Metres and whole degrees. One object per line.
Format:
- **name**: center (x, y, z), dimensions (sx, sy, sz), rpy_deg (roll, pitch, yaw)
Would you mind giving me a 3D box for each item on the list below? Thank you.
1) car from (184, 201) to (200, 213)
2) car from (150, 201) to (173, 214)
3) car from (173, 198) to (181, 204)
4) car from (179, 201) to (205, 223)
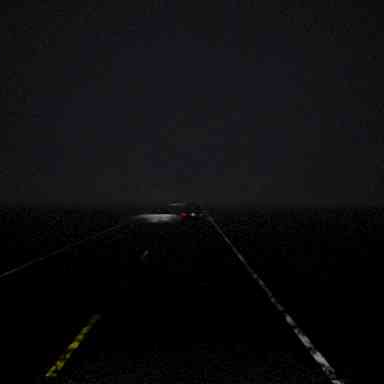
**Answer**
- **car**: center (0.037, 1.864, 42.943), dimensions (1.994, 1.385, 4.181), rpy_deg (0, 0, 0)
- **car**: center (-3.632, 1.834, 38.610), dimensions (1.994, 1.385, 4.181), rpy_deg (0, 0, 0)
- **car**: center (-3.582, 2.083, 77.922), dimensions (2.033, 1.411, 5.357), rpy_deg (0, 0, 0)
- **car**: center (0.071, 1.738, 27.183), dimensions (2.033, 1.411, 5.357), rpy_deg (0, 0, 0)
